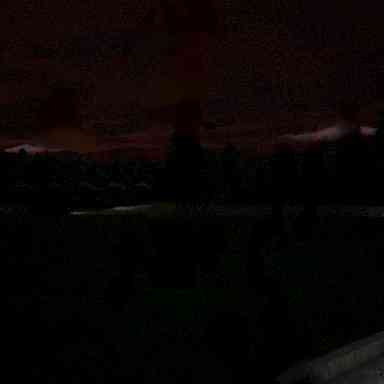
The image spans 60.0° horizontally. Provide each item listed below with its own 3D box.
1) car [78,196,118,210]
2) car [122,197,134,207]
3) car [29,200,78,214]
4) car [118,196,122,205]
[{"bbox_3d":[-12.017,1.326,40.354,5.008,1.535,1.882,0,0,12],"label":"car"},{"bbox_3d":[-10.662,1.282,47.222,5.008,1.535,1.882,0,0,12],"label":"car"},{"bbox_3d":[-14.281,1.461,33.673,4.181,1.385,1.994,0,0,12],"label":"car"},{"bbox_3d":[-12.249,1.337,43.972,4.892,1.490,1.837,-1,0,12],"label":"car"}]
